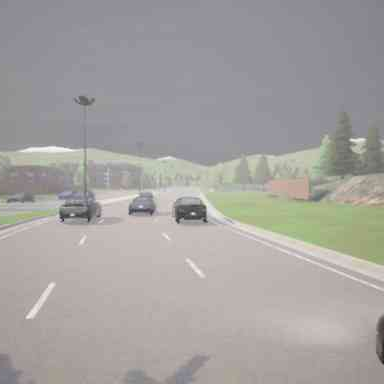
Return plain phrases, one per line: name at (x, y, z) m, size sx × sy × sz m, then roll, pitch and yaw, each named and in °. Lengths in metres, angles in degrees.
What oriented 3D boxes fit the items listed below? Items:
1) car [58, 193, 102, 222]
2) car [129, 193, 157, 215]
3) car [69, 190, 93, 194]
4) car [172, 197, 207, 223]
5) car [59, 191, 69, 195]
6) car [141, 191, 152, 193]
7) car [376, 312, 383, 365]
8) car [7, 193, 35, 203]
car at (-7.223, 1.090, 21.944) m, size 2.128 × 1.511 × 4.902 m, roll 0°, pitch 1°, yaw -5°
car at (-3.973, 1.047, 27.335) m, size 1.994 × 1.385 × 4.181 m, roll 0°, pitch 1°, yaw -2°
car at (-15.654, 0.471, 48.312) m, size 2.097 × 1.767 × 4.553 m, roll 0°, pitch 1°, yaw 1°
car at (-0.222, 1.059, 21.604) m, size 1.882 × 1.535 × 5.008 m, roll 0°, pitch 1°, yaw -6°
car at (-19.110, 0.544, 51.653) m, size 1.882 × 1.535 × 5.008 m, roll 0°, pitch 1°, yaw 1°
car at (-7.413, 0.549, 53.804) m, size 1.994 × 1.385 × 4.181 m, roll 0°, pitch 1°, yaw 1°
car at (3.287, 1.452, 1.968) m, size 1.837 × 1.490 × 4.892 m, roll 1°, pitch 1°, yaw -7°
car at (-22.701, 0.786, 44.273) m, size 1.994 × 1.385 × 4.181 m, roll 0°, pitch 1°, yaw 1°
